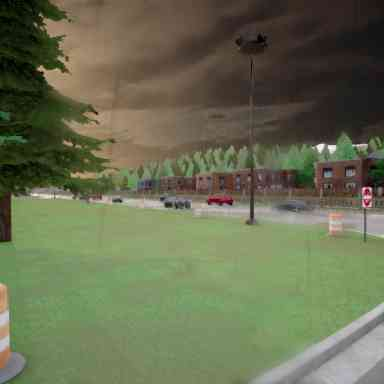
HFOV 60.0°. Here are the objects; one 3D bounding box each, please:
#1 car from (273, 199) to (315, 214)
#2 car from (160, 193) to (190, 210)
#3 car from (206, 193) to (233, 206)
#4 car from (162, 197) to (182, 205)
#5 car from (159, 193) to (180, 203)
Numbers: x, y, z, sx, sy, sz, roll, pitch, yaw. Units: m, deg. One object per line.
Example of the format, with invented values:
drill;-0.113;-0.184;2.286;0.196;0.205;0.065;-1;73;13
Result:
car;10.684;1.491;35.353;2.128;1.511;4.902;0;0;-30
car;-2.114;1.352;43.753;2.097;1.767;4.553;0;0;-30
car;4.395;1.212;53.570;2.150;2.045;5.566;0;-1;-30
car;-3.765;1.564;60.879;1.994;1.385;4.181;0;0;-30
car;-4.858;1.221;69.918;2.150;2.045;5.566;0;0;-30
